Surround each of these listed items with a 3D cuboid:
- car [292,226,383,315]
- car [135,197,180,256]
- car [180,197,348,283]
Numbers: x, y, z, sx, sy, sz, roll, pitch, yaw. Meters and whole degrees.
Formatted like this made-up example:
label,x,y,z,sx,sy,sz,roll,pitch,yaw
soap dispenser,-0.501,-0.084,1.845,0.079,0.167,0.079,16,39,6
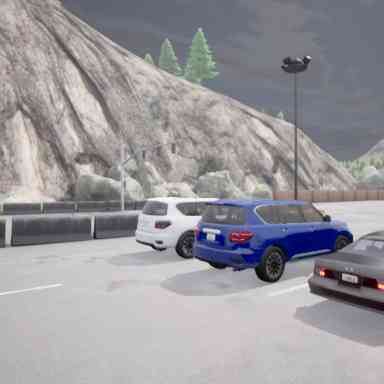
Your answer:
label,x,y,z,sx,sy,sz,roll,pitch,yaw
car,4.783,1.544,7.236,5.357,1.411,2.033,0,0,-36
car,0.572,1.218,12.824,5.566,2.045,2.150,0,0,-36
car,2.595,1.218,9.945,5.566,2.045,2.150,0,0,-38
